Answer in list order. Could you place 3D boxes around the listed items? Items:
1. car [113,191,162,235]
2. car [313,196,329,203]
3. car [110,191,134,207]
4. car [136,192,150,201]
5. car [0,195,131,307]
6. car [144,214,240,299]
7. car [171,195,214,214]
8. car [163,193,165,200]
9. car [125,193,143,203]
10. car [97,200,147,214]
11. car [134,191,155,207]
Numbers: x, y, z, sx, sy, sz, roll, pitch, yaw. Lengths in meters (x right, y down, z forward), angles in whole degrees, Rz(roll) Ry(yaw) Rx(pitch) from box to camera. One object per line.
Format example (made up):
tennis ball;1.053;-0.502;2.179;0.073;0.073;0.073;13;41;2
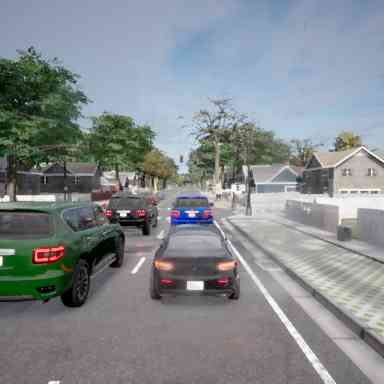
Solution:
car;-3.215;1.158;18.441;2.150;2.045;5.566;0;0;1
car;13.297;1.194;34.458;4.902;1.511;2.128;-1;1;-2
car;-9.818;0.888;46.962;2.150;2.045;5.566;0;1;0
car;-9.725;0.852;66.615;2.128;1.511;4.902;0;1;1
car;-3.183;1.209;8.089;2.150;2.045;5.566;0;0;1
car;0.071;1.513;8.281;1.812;1.442;4.674;0;0;0
car;0.033;1.159;18.314;2.150;2.045;5.566;0;0;1
car;-6.485;0.856;66.538;2.128;1.511;4.902;0;1;1
car;-9.799;1.043;56.641;2.128;1.511;4.902;0;1;0
car;-7.101;1.470;33.999;4.718;1.301;1.895;0;1;-1
car;-6.567;0.888;46.907;2.150;2.045;5.566;0;1;0
